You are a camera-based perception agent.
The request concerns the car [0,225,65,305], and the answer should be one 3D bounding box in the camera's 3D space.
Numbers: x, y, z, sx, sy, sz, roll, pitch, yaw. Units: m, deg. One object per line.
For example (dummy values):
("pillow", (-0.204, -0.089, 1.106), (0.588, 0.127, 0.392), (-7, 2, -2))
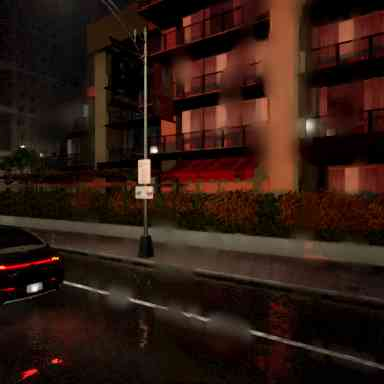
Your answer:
("car", (-4.857, 1.504, 7.485), (4.892, 1.490, 1.837), (0, 0, 35))
